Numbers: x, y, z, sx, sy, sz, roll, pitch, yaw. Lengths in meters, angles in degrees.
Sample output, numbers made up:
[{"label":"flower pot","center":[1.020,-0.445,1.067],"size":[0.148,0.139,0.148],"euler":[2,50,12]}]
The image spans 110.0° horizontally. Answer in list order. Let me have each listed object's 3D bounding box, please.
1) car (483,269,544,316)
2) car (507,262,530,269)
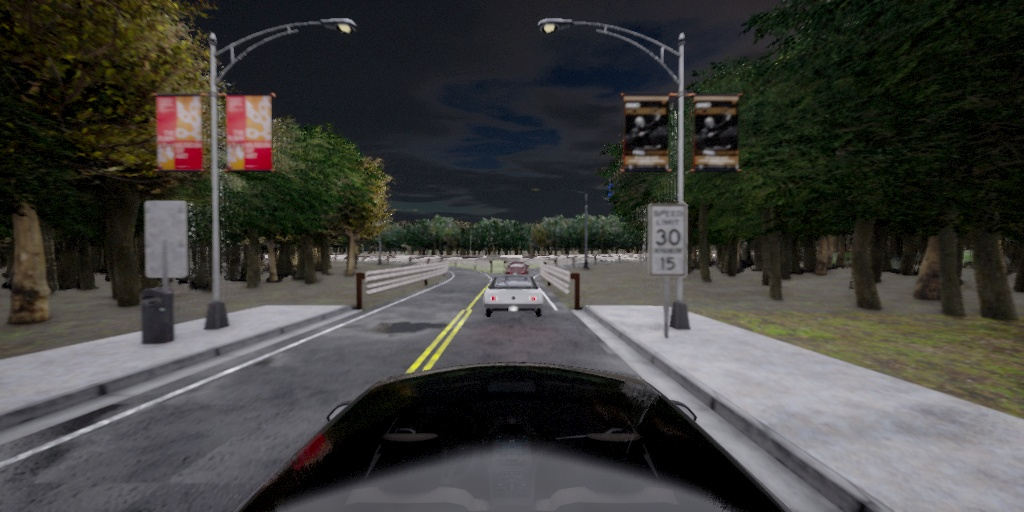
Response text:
[{"label":"car","center":[0.065,1.322,13.166],"size":[1.895,1.301,4.718],"euler":[0,0,0]},{"label":"car","center":[0.523,1.205,30.492],"size":[1.812,1.442,4.674],"euler":[0,0,5]}]
